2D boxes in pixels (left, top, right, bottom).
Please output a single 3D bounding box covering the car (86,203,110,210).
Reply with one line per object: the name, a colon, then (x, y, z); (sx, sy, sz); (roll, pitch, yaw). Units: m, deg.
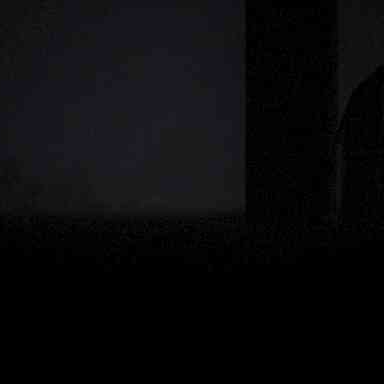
car: (-16.908, 2.730, 59.703); (1.812, 1.442, 4.674); (0, -1, 36)
